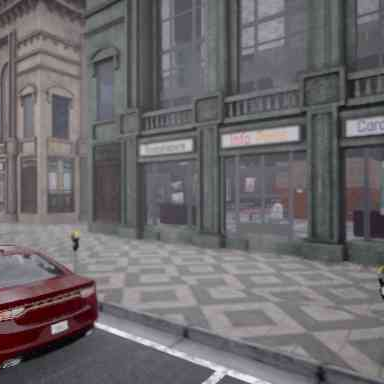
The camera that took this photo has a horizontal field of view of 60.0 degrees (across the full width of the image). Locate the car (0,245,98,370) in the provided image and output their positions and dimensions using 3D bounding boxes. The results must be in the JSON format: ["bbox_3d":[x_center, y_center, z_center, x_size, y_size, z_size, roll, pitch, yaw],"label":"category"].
[{"bbox_3d":[-3.463,1.548,5.438,4.507,1.381,1.887,0,0,36],"label":"car"}]
